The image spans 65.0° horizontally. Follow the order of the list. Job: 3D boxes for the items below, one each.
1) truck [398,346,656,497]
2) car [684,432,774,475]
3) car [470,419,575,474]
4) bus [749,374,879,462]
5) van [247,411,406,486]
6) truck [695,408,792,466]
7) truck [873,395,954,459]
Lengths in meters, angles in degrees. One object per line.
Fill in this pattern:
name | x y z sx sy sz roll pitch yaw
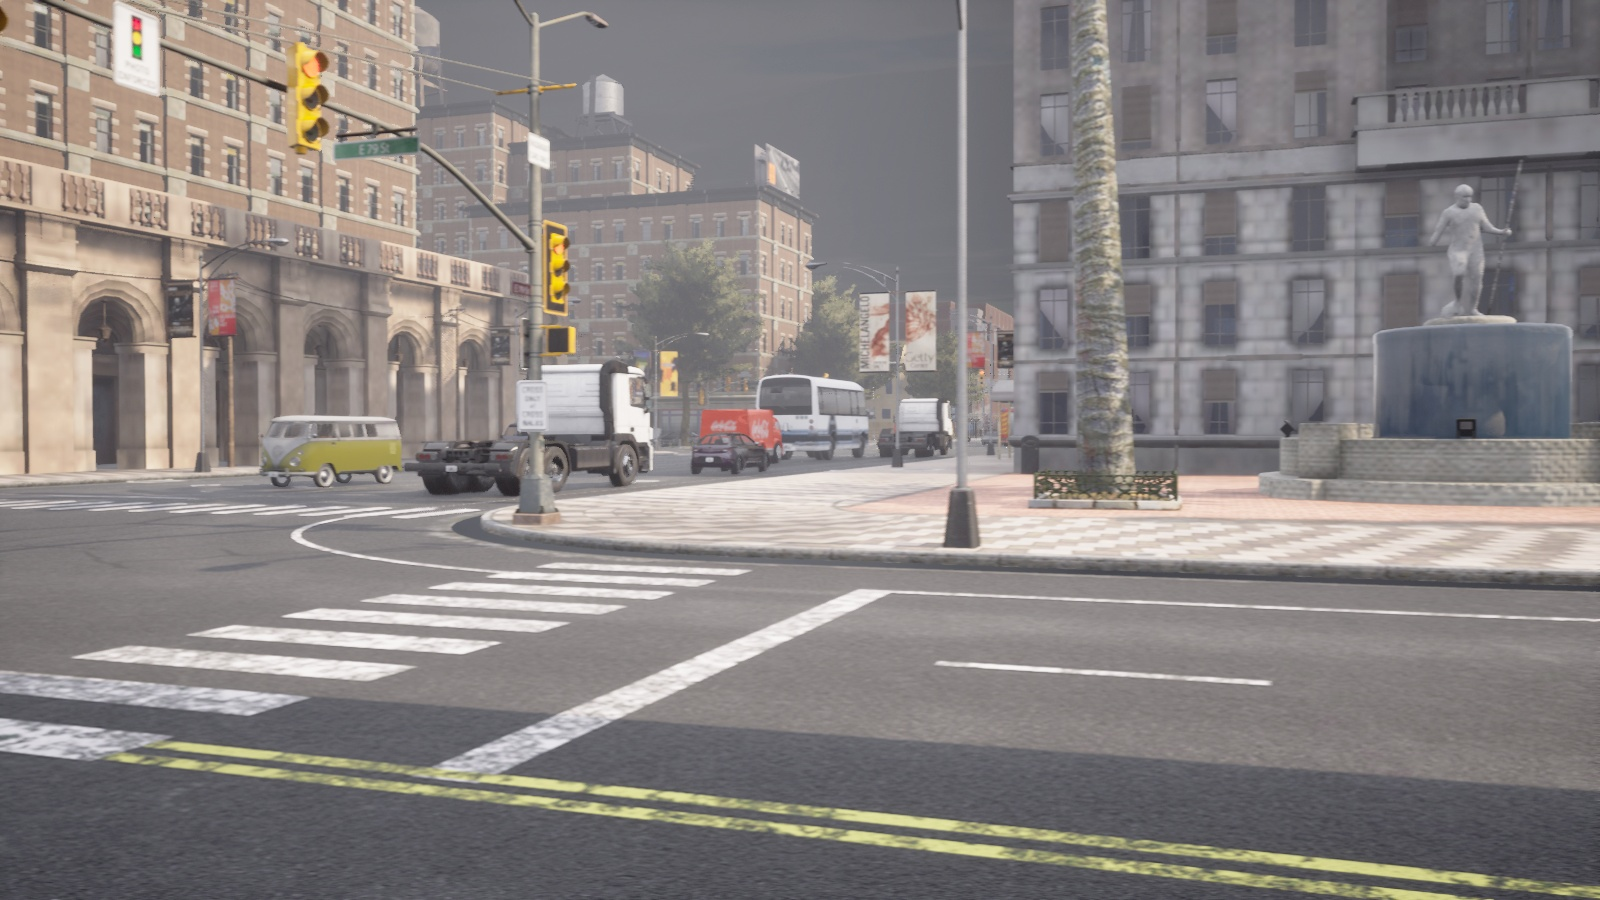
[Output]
truck | -6.827 -0.734 32.926 2.891 3.462 7.936 1 1 19
car | -2.500 0.077 45.334 1.816 1.474 4.193 1 1 18
car | -9.944 -0.181 45.240 1.905 1.878 3.866 1 1 20
bus | 0.956 -1.645 66.552 3.944 4.253 10.273 1 1 18
van | -13.285 -0.082 35.548 1.775 1.987 4.442 1 1 19
truck | -2.471 -0.604 56.284 2.627 2.467 5.204 1 1 19
truck | 6.667 -1.321 72.648 2.891 3.462 7.936 1 1 18
